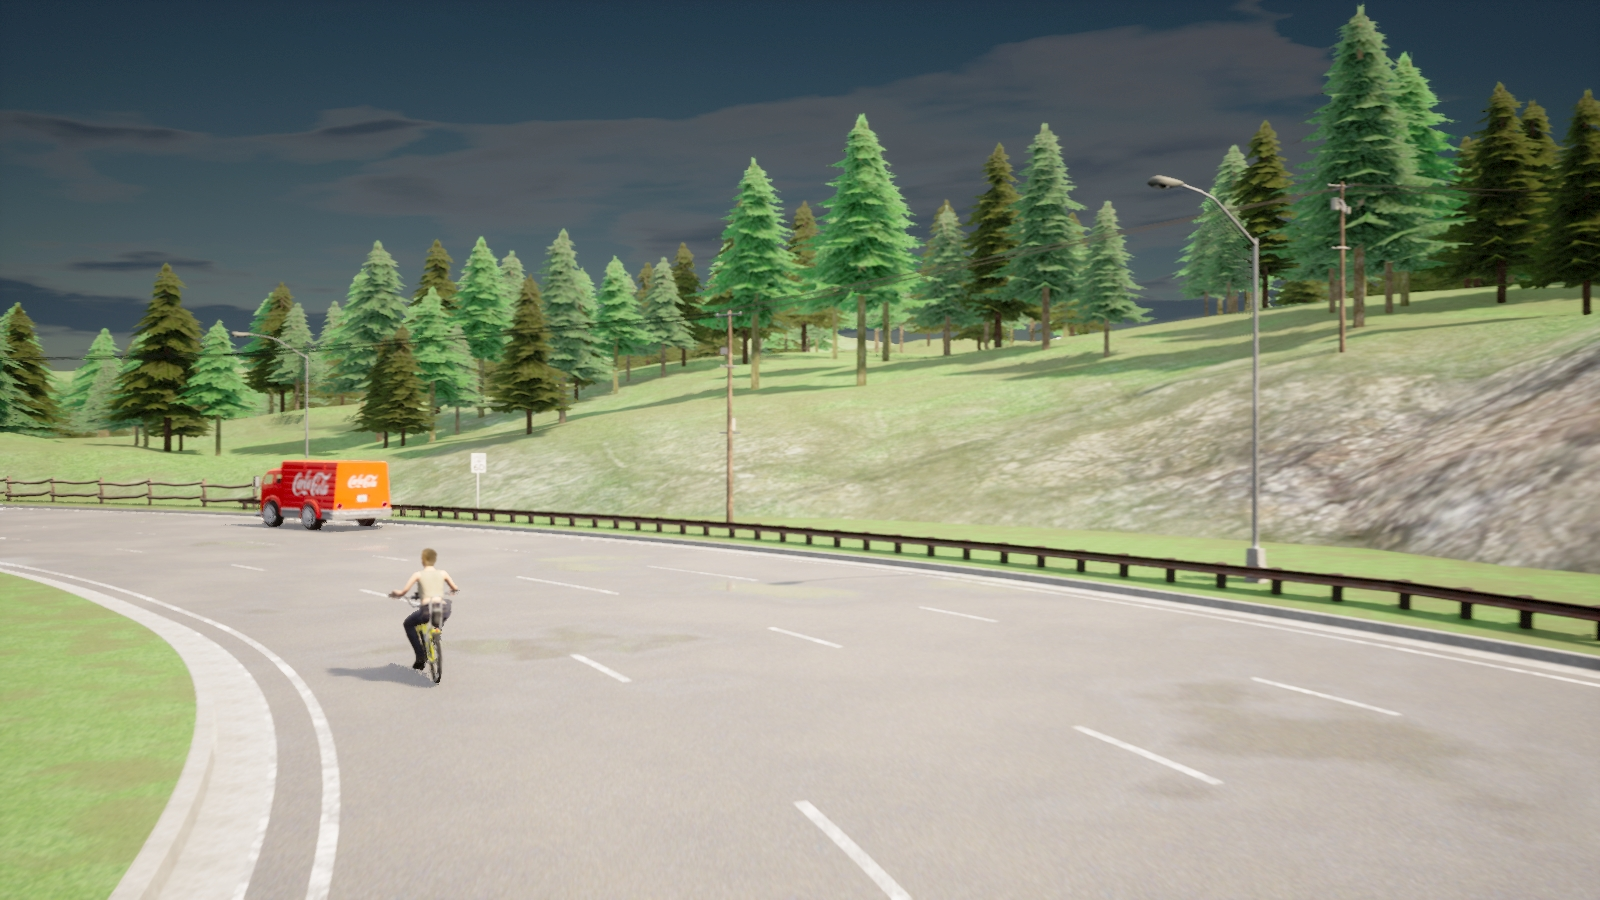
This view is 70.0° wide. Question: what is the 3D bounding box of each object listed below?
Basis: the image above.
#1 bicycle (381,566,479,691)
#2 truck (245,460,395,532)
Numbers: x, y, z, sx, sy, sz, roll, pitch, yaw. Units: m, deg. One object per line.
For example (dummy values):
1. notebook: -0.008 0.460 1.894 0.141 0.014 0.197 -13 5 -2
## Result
1. bicycle: -4.609 2.168 14.159 0.859 1.276 1.487 -1 0 -30
2. truck: -17.590 1.599 41.853 5.204 2.467 2.627 0 0 34
